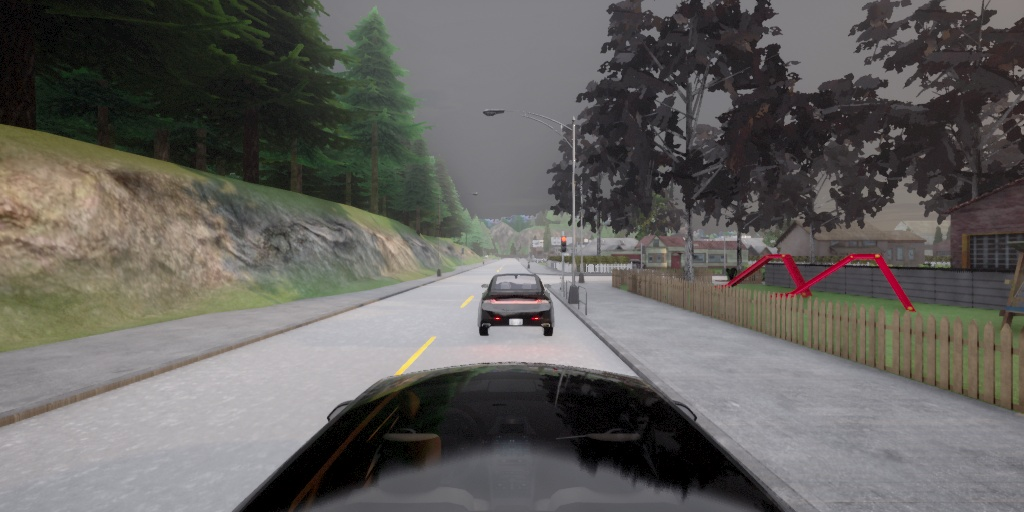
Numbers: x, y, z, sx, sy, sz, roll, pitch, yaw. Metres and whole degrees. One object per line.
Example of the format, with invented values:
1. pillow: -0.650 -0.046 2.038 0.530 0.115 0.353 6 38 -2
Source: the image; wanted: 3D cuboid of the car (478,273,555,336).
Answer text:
1. car: 0.118 1.242 10.332 2.128 1.511 4.902 0 0 1
